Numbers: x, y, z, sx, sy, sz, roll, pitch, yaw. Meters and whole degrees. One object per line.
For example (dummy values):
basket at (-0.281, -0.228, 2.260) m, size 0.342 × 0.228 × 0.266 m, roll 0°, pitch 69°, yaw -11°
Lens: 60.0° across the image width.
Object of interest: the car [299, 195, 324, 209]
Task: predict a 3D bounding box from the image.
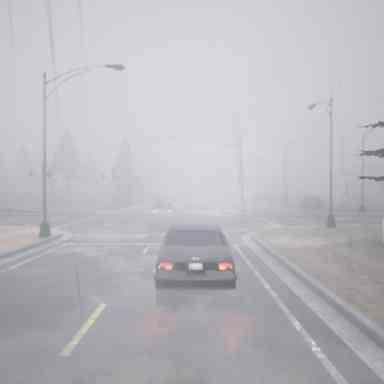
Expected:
car at (13.994, 1.183, 39.498) m, size 1.845 × 1.501 × 3.633 m, roll 0°, pitch 0°, yaw 0°

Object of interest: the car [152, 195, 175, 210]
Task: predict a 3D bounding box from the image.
car at (-3.552, 1.158, 40.360) m, size 2.097 × 1.767 × 4.553 m, roll 0°, pitch 0°, yaw 0°

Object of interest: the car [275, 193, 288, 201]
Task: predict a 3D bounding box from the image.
car at (17.404, 1.015, 65.548) m, size 2.152 × 1.636 × 5.027 m, roll 0°, pitch 0°, yaw 0°

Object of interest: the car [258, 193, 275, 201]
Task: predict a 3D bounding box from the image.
car at (14.267, 1.024, 65.530) m, size 2.007 × 1.523 × 4.514 m, roll 0°, pitch 0°, yaw 0°

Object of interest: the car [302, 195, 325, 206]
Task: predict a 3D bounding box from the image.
car at (17.055, 1.158, 46.886) m, size 1.970 × 1.475 × 3.806 m, roll 0°, pitch 0°, yaw 0°

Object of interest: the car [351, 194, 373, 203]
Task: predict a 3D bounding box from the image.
car at (29.166, 1.041, 57.746) m, size 1.845 × 1.501 × 3.633 m, roll 0°, pitch 0°, yaw 0°

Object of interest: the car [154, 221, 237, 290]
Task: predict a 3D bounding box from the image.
car at (0.085, 1.503, 9.070) m, size 2.033 × 1.411 × 5.357 m, roll 0°, pitch 0°, yaw 0°

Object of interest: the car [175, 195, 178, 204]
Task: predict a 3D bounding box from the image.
car at (-3.492, 1.198, 58.286) m, size 1.882 × 1.535 × 5.008 m, roll 0°, pitch 0°, yaw 1°
